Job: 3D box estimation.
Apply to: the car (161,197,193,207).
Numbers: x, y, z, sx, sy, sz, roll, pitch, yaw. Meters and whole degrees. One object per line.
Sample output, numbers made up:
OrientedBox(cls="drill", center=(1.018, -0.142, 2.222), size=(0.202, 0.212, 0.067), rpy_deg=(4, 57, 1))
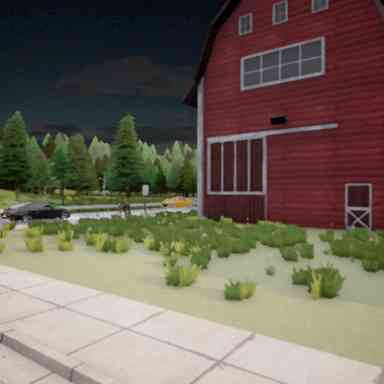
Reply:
OrientedBox(cls="car", center=(-1.921, 1.386, 42.892), size=(1.882, 1.535, 5.008), rpy_deg=(0, 0, 37))

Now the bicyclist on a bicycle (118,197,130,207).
OrientedBox(cls="bicyclist on a bicycle", center=(-5.267, 1.234, 25.813), size=(1.656, 1.620, 0.582), rpy_deg=(0, 0, 37))

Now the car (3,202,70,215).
OrientedBox(cls="car", center=(-11.215, 1.445, 24.303), size=(1.812, 1.442, 4.674), rpy_deg=(0, 0, 37))
